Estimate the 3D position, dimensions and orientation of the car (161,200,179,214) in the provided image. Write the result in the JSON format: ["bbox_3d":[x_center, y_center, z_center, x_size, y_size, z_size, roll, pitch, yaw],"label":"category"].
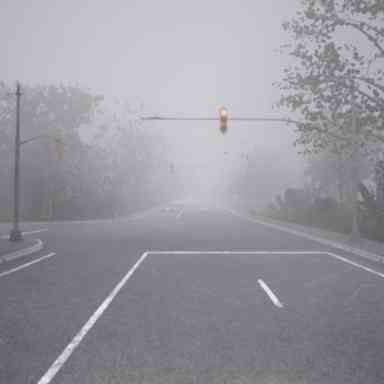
[{"bbox_3d":[-3.479,2.439,50.261,2.128,1.511,4.902,0,0,1],"label":"car"}]

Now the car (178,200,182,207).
[{"bbox_3d":[-3.276,2.478,73.308,1.812,1.442,4.674,0,0,1],"label":"car"}]
